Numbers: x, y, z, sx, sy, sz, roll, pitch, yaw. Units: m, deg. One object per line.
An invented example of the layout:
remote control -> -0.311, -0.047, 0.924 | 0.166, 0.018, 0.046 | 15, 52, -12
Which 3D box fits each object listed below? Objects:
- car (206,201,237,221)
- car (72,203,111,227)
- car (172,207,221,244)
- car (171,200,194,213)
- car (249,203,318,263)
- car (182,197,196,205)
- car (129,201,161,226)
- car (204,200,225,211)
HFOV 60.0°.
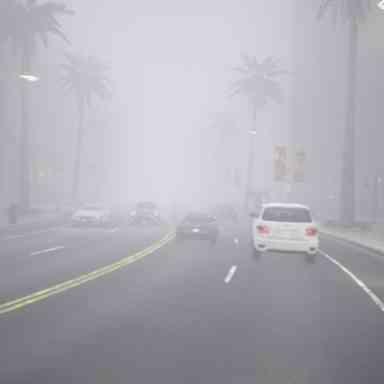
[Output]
car -> 2.881, 1.742, 32.006 | 2.097, 1.767, 4.553 | 2, -1, -7
car -> -6.773, 1.519, 22.905 | 1.812, 1.442, 4.674 | 2, -1, -3
car -> 0.331, 1.734, 17.113 | 1.994, 1.385, 4.181 | 2, -1, 5
car -> -1.356, 1.908, 37.834 | 1.895, 1.301, 4.718 | 2, -1, -8
car -> 3.530, 1.461, 13.430 | 2.150, 2.045, 5.566 | 2, 0, 9
car -> -0.479, 2.081, 80.062 | 2.185, 1.767, 4.553 | 2, -1, -8
car -> -3.389, 1.471, 24.761 | 2.097, 1.767, 4.553 | 2, 0, -4
car -> 3.431, 2.065, 50.948 | 2.231, 1.521, 4.892 | 2, -1, -8
